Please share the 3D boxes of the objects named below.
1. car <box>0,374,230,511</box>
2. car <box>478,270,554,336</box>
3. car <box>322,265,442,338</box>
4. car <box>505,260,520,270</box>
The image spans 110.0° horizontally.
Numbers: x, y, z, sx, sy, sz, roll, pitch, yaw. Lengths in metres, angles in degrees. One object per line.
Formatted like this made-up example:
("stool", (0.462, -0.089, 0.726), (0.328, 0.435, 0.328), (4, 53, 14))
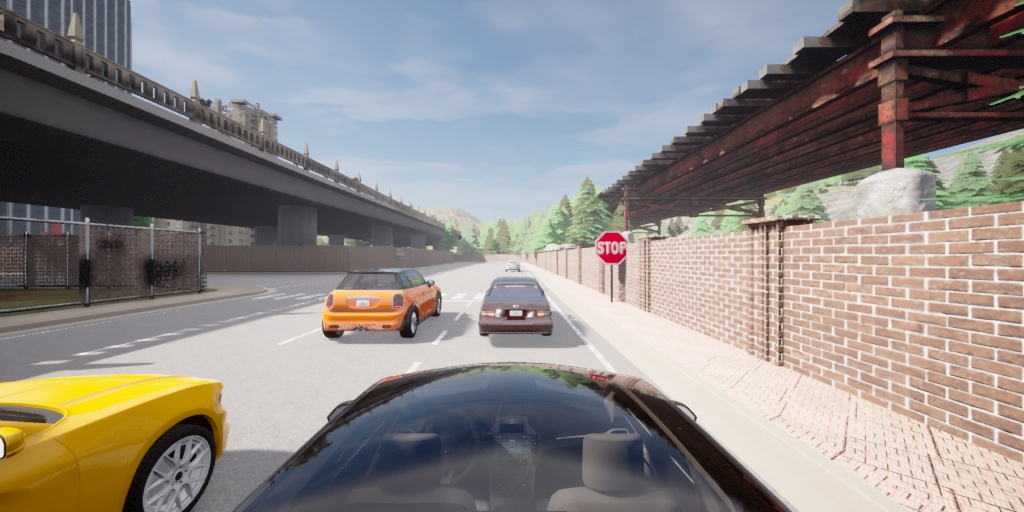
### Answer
("car", (-3.397, 1.228, 1.069), (1.882, 1.535, 5.008), (0, 0, 0))
("car", (0.088, 1.297, 10.345), (2.033, 1.411, 5.357), (0, 0, 0))
("car", (-3.414, 1.102, 10.326), (2.097, 1.767, 4.553), (0, 0, 0))
("car", (0.111, 1.276, 46.226), (1.812, 1.442, 4.674), (0, 0, -1))
